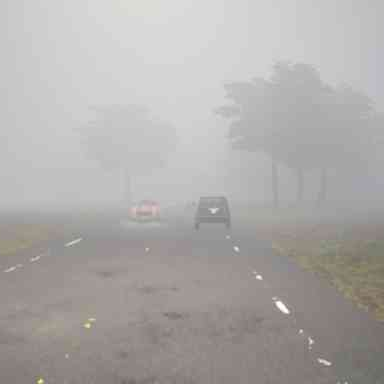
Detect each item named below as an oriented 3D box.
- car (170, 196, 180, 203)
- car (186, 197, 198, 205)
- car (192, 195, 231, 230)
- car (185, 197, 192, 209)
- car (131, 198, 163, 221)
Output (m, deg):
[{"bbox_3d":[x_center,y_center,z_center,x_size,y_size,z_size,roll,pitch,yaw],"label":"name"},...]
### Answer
[{"bbox_3d":[-3.510,1.479,67.494,1.895,1.301,4.718,0,0,0],"label":"car"},{"bbox_3d":[-0.009,1.520,57.510,1.895,1.301,4.718,0,0,0],"label":"car"},{"bbox_3d":[1.222,1.205,21.306,2.150,2.045,5.566,0,0,0],"label":"car"},{"bbox_3d":[0.026,1.496,43.137,2.033,1.411,5.357,0,0,0],"label":"car"},{"bbox_3d":[-3.600,1.326,27.194,2.097,1.767,4.553,0,0,0],"label":"car"}]
